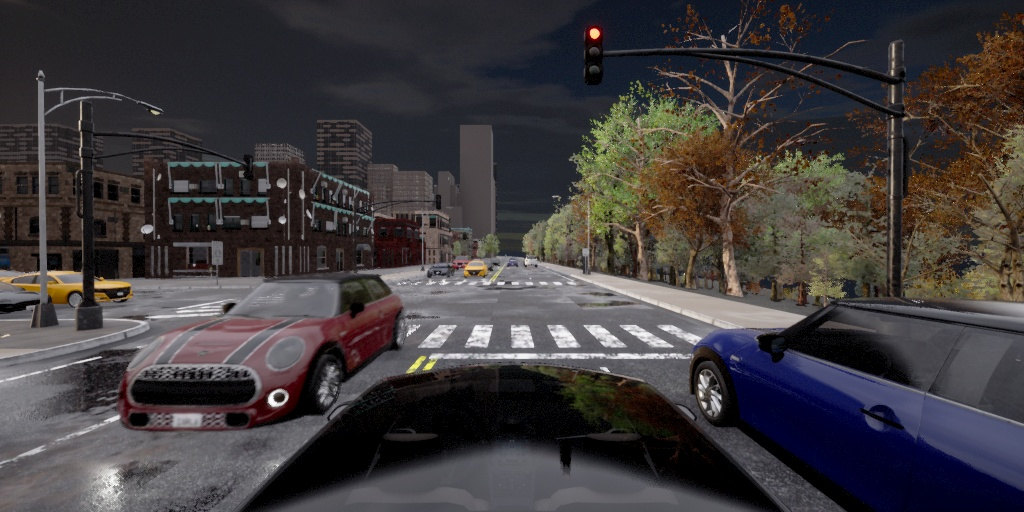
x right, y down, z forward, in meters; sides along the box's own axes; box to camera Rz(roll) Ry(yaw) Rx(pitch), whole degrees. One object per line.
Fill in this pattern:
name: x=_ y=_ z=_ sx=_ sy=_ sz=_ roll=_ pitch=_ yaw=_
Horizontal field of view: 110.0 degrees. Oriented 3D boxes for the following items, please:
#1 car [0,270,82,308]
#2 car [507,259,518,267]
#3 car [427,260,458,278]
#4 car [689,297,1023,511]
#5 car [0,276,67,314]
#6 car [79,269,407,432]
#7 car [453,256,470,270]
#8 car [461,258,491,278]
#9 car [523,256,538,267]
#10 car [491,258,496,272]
car: x=-20.009 y=1.450 z=15.985 sx=5.008 sy=1.535 sz=1.882 roll=-1 pitch=1 yaw=-1
car: x=0.100 y=1.252 z=64.490 sx=1.812 sy=1.442 sz=4.674 roll=0 pitch=0 yaw=0
car: x=-6.601 y=1.304 z=33.778 sx=1.994 sy=1.385 sz=4.181 roll=0 pitch=0 yaw=0
car: x=3.351 y=1.102 z=2.833 sx=2.097 sy=1.767 sz=4.553 roll=0 pitch=0 yaw=0
car: x=-19.947 y=1.564 z=13.290 sx=4.313 sy=1.339 sz=1.948 roll=0 pitch=0 yaw=0
car: x=-3.350 y=1.101 z=5.940 sx=2.097 sy=1.767 sz=4.553 roll=0 pitch=0 yaw=0
car: x=-6.598 y=0.956 z=47.843 sx=2.150 sy=2.045 sz=5.566 roll=0 pitch=0 yaw=0
car: x=-3.351 y=1.217 z=33.982 sx=1.882 sy=1.535 sz=5.008 roll=0 pitch=0 yaw=0
car: x=3.353 y=0.948 z=63.641 sx=2.150 sy=2.045 sz=5.566 roll=0 pitch=0 yaw=0
car: x=-3.349 y=1.239 z=45.496 sx=1.837 sy=1.490 sz=4.892 roll=0 pitch=0 yaw=0
